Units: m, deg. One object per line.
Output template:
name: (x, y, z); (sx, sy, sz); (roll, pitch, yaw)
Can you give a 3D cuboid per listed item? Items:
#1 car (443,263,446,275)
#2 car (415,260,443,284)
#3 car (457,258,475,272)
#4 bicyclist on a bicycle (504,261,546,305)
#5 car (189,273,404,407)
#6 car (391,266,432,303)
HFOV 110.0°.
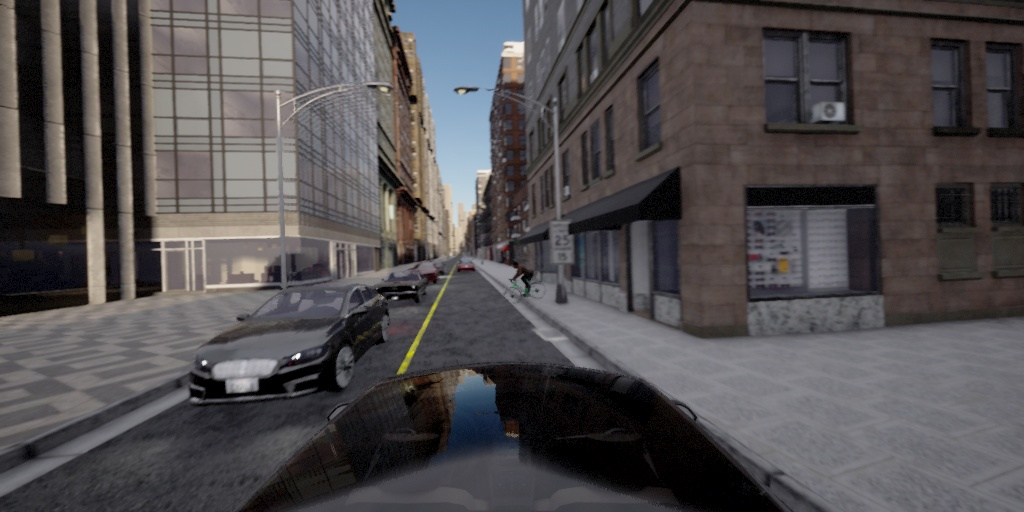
car: (-7.802, 1.172, 36.629); (1.837, 1.490, 4.892); (-2, 1, -7)
car: (-6.424, 1.197, 26.614); (1.882, 1.535, 5.008); (-2, 1, -8)
car: (-5.378, 1.106, 42.021); (1.994, 1.385, 4.181); (-2, 1, -9)
bicyclist on a bicycle: (0.409, 0.981, 13.737); (1.656, 1.620, 0.582); (-11, 2, -8)
car: (-3.638, 1.308, 6.816); (2.128, 1.511, 4.902); (-2, 1, -8)
car: (-5.016, 1.369, 16.617); (1.895, 1.301, 4.718); (-2, 1, -8)
